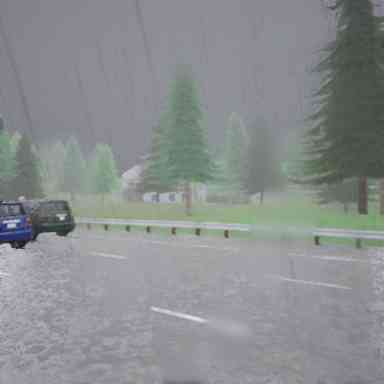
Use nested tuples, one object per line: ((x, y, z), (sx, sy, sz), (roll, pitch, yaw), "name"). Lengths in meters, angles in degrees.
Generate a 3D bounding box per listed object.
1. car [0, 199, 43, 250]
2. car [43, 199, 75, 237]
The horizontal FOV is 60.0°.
((-9.077, 1.401, 13.974), (5.566, 2.045, 2.150), (-1, 0, 31), "car")
((-8.747, 1.418, 17.843), (5.566, 2.045, 2.150), (-1, 0, 31), "car")
